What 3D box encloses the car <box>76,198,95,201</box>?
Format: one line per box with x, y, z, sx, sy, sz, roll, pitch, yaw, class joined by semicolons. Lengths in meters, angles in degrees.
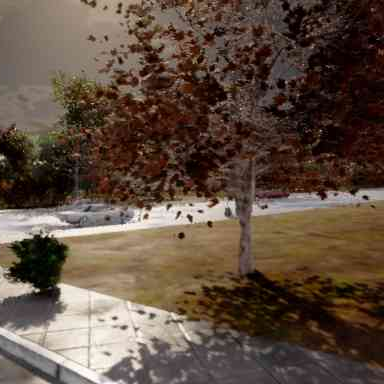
-9.301;1.288;28.112;4.181;1.385;1.994;-1;2;-40;car

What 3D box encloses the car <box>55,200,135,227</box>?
-6.091;1.450;21.638;4.718;1.301;1.895;-1;2;-42;car

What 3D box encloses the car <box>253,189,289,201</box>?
9.749;0.390;41.469;4.718;1.301;1.895;-4;2;-29;car

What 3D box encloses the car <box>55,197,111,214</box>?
-10.403;1.249;31.812;4.718;1.301;1.895;-2;2;-39;car
